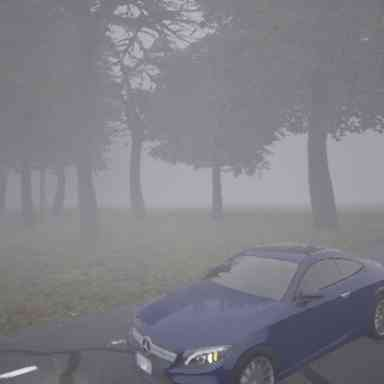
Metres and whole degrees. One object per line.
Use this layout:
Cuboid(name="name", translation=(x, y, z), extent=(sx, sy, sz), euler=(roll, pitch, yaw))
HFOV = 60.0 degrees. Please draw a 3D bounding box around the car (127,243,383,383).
Cuboid(name="car", translation=(1.330, 1.566, 4.997), extent=(4.674, 1.442, 1.812), euler=(-1, -1, -37))
